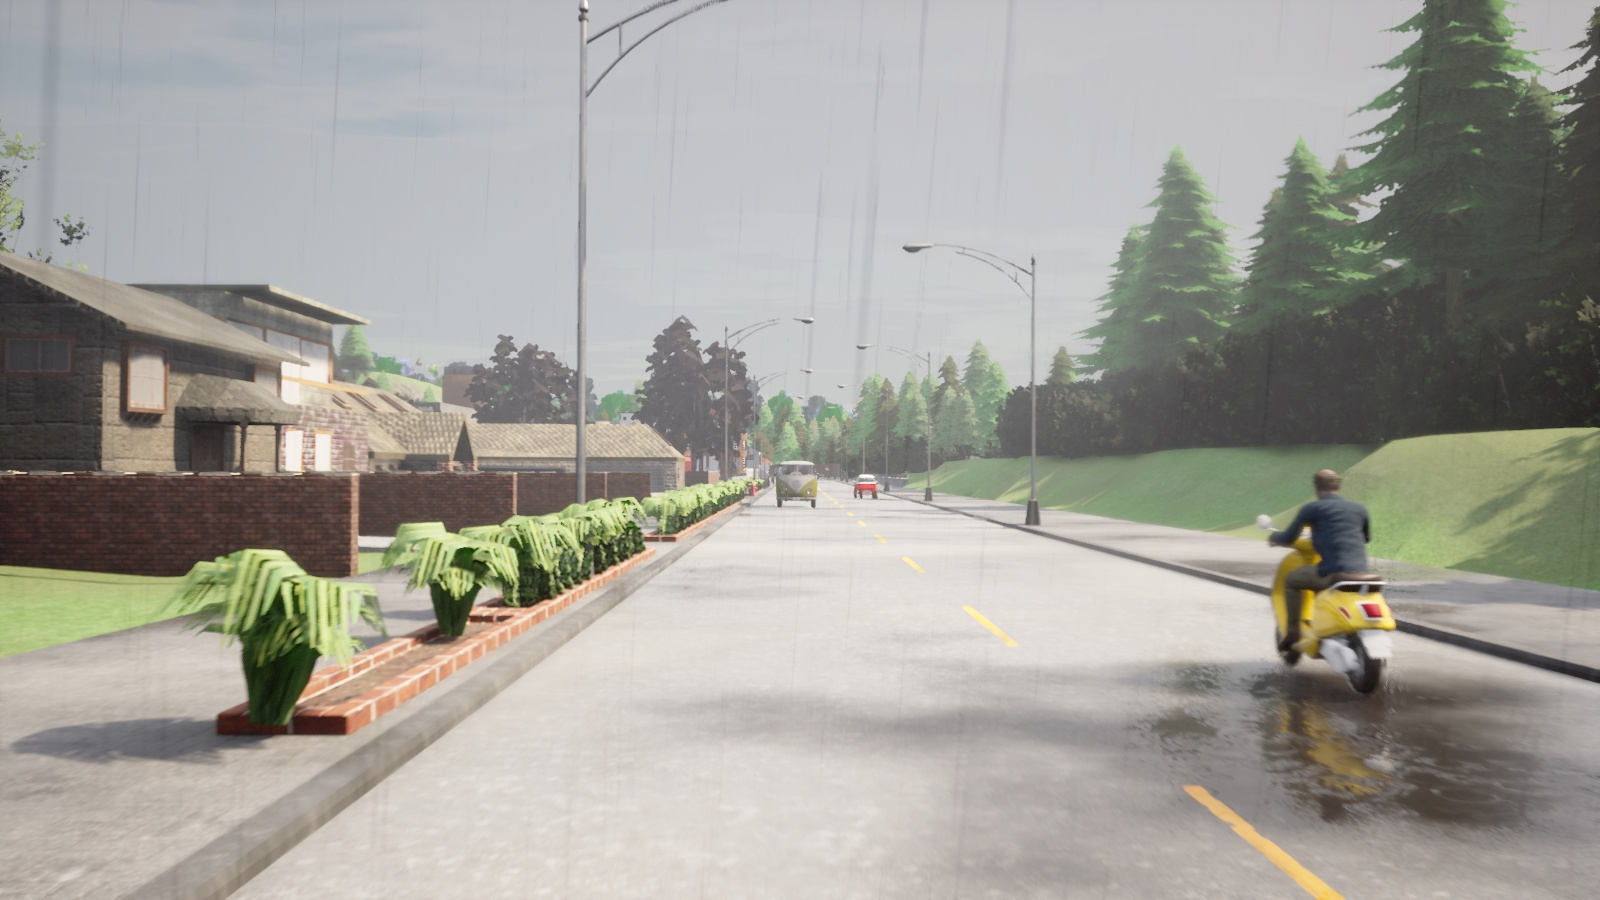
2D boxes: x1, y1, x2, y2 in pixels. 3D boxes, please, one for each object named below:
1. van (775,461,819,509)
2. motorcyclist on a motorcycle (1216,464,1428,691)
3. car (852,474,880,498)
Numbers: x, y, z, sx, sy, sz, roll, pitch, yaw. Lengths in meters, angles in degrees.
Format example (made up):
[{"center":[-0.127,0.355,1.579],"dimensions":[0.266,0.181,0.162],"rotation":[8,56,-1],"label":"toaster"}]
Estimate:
[{"center":[-0.132,1.472,54.013],"dimensions":[1.775,1.987,4.442],"rotation":[0,-1,0],"label":"van"},{"center":[3.976,0.915,9.747],"dimensions":[0.866,1.590,1.817],"rotation":[0,-1,0],"label":"motorcyclist on a motorcycle"},{"center":[3.813,2.068,72.501],"dimensions":[1.481,1.376,2.207],"rotation":[0,-1,0],"label":"car"}]
